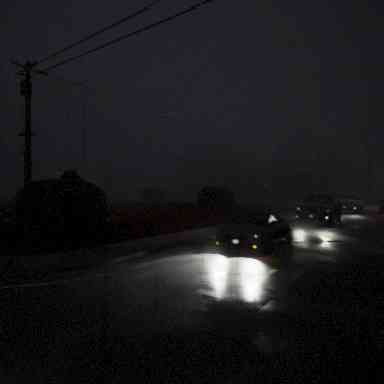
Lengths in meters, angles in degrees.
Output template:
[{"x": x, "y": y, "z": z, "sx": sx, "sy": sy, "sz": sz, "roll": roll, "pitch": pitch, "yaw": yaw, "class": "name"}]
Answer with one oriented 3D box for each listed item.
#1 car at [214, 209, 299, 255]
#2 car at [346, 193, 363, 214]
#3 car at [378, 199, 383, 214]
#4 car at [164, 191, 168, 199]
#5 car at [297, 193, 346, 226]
[{"x": 2.569, "y": 1.529, "z": 13.267, "sx": 1.994, "sy": 1.385, "sz": 4.181, "roll": 0, "pitch": 0, "yaw": 33, "class": "car"}, {"x": 16.338, "y": 1.119, "z": 34.656, "sx": 2.150, "sy": 2.045, "sz": 5.566, "roll": 0, "pitch": 0, "yaw": 34, "class": "car"}, {"x": 20.163, "y": 1.388, "z": 33.811, "sx": 1.882, "sy": 1.535, "sz": 5.008, "roll": 0, "pitch": 0, "yaw": 33, "class": "car"}, {"x": -7.832, "y": 0.720, "z": 82.157, "sx": 3.866, "sy": 1.878, "sz": 1.905, "roll": -2, "pitch": 6, "yaw": -11, "class": "car"}, {"x": 8.934, "y": 1.155, "z": 23.172, "sx": 2.150, "sy": 2.045, "sz": 5.566, "roll": 0, "pitch": 0, "yaw": 33, "class": "car"}]
